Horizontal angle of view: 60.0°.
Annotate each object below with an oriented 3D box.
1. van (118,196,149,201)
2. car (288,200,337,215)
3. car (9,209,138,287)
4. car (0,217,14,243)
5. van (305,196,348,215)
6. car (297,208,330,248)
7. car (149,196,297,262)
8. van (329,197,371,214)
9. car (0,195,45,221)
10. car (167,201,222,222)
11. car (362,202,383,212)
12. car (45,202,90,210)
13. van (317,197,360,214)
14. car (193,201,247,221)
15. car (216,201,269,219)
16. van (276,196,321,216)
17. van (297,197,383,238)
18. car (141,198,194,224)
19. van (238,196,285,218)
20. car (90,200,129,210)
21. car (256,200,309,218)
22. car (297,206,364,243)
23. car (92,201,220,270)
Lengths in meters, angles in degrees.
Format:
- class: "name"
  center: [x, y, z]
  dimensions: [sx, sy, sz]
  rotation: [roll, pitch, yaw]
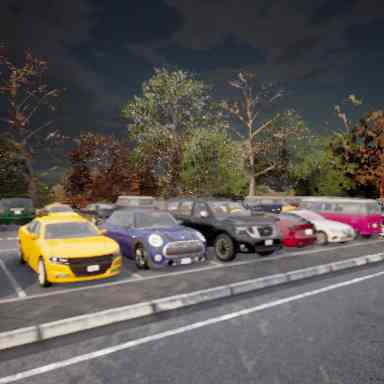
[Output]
- class: "van"
  center: [-4.399, 1.308, 25.322]
  dimensions: [1.878, 1.987, 4.442]
  rotation: [1, 0, -35]
- class: "car"
  center: [13.716, 1.727, 38.082]
  dimensions: [2.097, 1.535, 5.008]
  rotation: [1, 0, -35]
- class: "car"
  center: [-3.699, 1.469, 9.629]
  dimensions: [2.097, 1.535, 5.008]
  rotation: [0, 0, -35]
- class: "car"
  center: [-5.957, 1.461, 8.021]
  dimensions: [2.231, 1.521, 4.892]
  rotation: [0, 0, -35]
- class: "van"
  center: [15.924, 1.540, 39.505]
  dimensions: [1.878, 1.987, 4.442]
  rotation: [1, -1, -35]
- class: "car"
  center: [3.069, 1.561, 14.476]
  dimensions: [2.163, 1.488, 4.792]
  rotation: [1, 0, -35]
- class: "car"
  center: [0.843, 1.256, 12.820]
  dimensions: [2.435, 2.045, 5.566]
  rotation: [1, 0, -35]
- class: "van"
  center: [20.307, 1.677, 42.911]
  dimensions: [1.878, 1.987, 4.442]
  rotation: [2, -1, -35]
- class: "car"
  center: [-11.115, 1.217, 20.432]
  dimensions: [2.435, 2.045, 5.566]
  rotation: [0, 0, -35]
- class: "car"
  center: [0.081, 1.581, 28.362]
  dimensions: [2.097, 1.535, 5.008]
  rotation: [1, 0, -35]
- class: "car"
  center: [27.241, 2.153, 47.702]
  dimensions: [2.002, 1.452, 4.674]
  rotation: [2, -1, -35]
- class: "car"
  center: [-8.737, 1.484, 21.863]
  dimensions: [1.946, 1.575, 5.366]
  rotation: [0, 0, -35]
- class: "van"
  center: [18.153, 1.612, 41.378]
  dimensions: [1.878, 1.987, 4.442]
  rotation: [2, -1, -35]
- class: "car"
  center: [2.440, 1.606, 30.042]
  dimensions: [2.097, 1.535, 5.008]
  rotation: [1, 0, -35]
- class: "car"
  center: [4.697, 1.631, 31.648]
  dimensions: [2.231, 1.521, 4.892]
  rotation: [1, 0, -35]
- class: "van"
  center: [11.532, 1.477, 36.377]
  dimensions: [1.878, 1.987, 4.442]
  rotation: [1, 0, -35]
- class: "van"
  center: [7.543, 1.354, 17.768]
  dimensions: [1.878, 1.987, 4.442]
  rotation: [1, 0, -35]
- class: "car"
  center: [-2.058, 1.432, 26.807]
  dimensions: [2.185, 1.767, 4.553]
  rotation: [1, 0, -35]
- class: "van"
  center: [6.884, 1.429, 33.355]
  dimensions: [1.878, 1.987, 4.442]
  rotation: [1, 0, -35]
- class: "car"
  center: [-6.587, 1.510, 23.614]
  dimensions: [2.231, 1.521, 4.892]
  rotation: [1, 0, -35]
- class: "car"
  center: [9.315, 1.676, 34.716]
  dimensions: [1.946, 1.575, 5.366]
  rotation: [1, 0, -35]
- class: "car"
  center: [5.346, 1.596, 16.064]
  dimensions: [2.002, 1.452, 4.674]
  rotation: [1, 0, -35]
- class: "car"
  center: [-1.450, 1.360, 11.261]
  dimensions: [2.185, 1.767, 4.553]
  rotation: [1, 0, -35]
